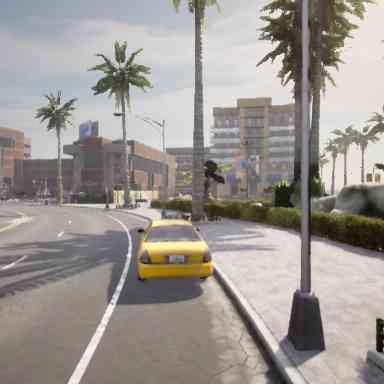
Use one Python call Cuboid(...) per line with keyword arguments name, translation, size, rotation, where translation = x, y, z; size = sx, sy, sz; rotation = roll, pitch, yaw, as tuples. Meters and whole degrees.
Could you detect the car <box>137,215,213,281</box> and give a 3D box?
Cuboid(name="car", translation=(-0.649, 1.447, 9.853), size=(1.801, 1.575, 5.366), rotation=(0, 0, -7))
